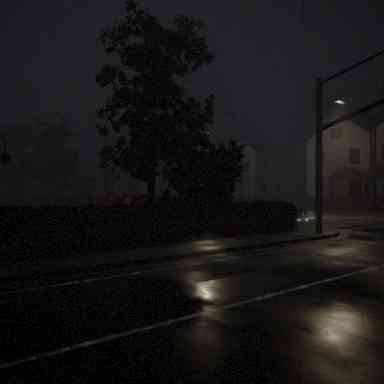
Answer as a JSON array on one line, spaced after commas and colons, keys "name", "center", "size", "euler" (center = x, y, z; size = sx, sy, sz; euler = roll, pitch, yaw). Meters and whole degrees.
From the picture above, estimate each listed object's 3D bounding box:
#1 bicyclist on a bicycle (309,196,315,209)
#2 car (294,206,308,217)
[{"name": "bicyclist on a bicycle", "center": [15.105, 1.365, 41.338], "size": [1.656, 1.620, 0.582], "euler": [0, 0, -35]}, {"name": "car", "center": [8.381, 1.590, 31.815], "size": [2.033, 1.411, 5.357], "euler": [0, 0, -35]}]
